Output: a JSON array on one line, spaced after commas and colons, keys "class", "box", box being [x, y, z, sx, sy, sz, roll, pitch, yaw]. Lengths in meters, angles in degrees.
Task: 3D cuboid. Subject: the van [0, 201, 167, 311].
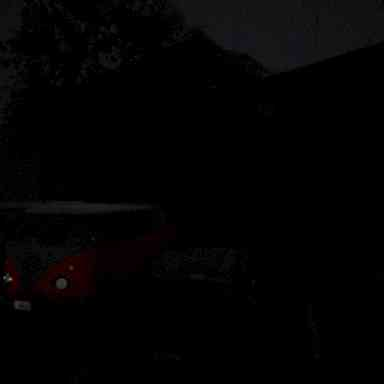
[{"class": "van", "box": [-2.059, 1.238, 7.388, 1.878, 1.987, 4.442, 1, 0, 16]}]

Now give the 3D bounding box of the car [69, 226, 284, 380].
[{"class": "car", "box": [0.414, 1.478, 5.728, 2.231, 1.521, 4.892, 0, -1, 16]}]
